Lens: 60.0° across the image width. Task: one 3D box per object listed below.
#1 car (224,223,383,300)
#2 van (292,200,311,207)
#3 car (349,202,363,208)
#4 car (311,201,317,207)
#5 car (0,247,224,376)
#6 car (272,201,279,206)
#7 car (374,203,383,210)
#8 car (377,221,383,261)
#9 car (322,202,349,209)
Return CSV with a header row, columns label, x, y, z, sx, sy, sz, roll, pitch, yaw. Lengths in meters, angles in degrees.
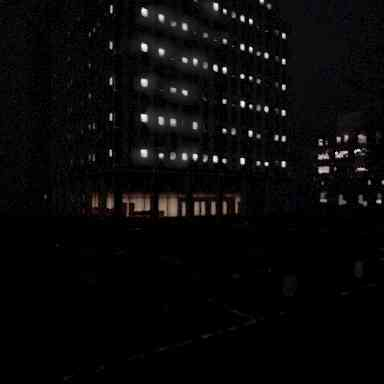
label,x,y,z,sx,sy,sz,roll,pitch,yaw
car,2.780,1.612,8.549,4.507,1.381,1.887,1,-1,-35
van,23.568,2.646,73.936,1.690,1.788,3.998,-1,0,-36
car,34.992,2.795,72.636,1.802,1.307,4.206,-1,0,-36
car,28.397,2.816,81.613,1.967,1.590,4.097,-1,0,-36
car,-1.720,1.597,5.340,4.206,1.307,1.802,1,-1,-35
car,21.862,3.121,90.631,1.802,1.307,4.206,-1,0,-36
car,34.569,2.580,58.577,2.008,1.369,4.403,-1,0,-36
car,7.280,1.670,11.758,4.403,1.369,2.008,1,-1,-35
car,28.488,2.726,67.051,1.887,1.381,4.507,-1,0,-36
